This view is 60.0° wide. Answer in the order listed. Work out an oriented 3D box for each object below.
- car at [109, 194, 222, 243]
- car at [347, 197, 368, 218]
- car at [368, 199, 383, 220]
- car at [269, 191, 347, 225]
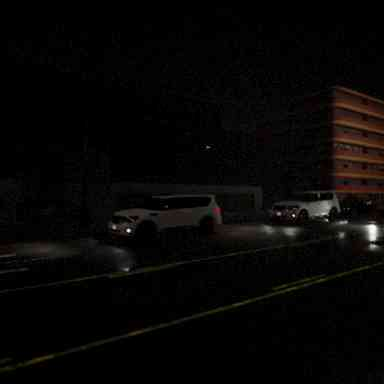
[{"bbox_3d":[-1.114,1.134,16.004,5.566,2.045,2.150,-1,1,-35],"label":"car"},{"bbox_3d":[12.446,1.179,25.668,4.902,1.511,2.128,0,0,-36],"label":"car"},{"bbox_3d":[14.480,1.170,22.820,5.008,1.535,1.882,0,0,-36],"label":"car"},{"bbox_3d":[7.635,0.948,22.231,5.566,2.045,2.150,-1,1,-36],"label":"car"}]
